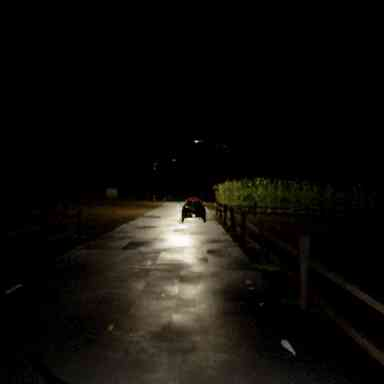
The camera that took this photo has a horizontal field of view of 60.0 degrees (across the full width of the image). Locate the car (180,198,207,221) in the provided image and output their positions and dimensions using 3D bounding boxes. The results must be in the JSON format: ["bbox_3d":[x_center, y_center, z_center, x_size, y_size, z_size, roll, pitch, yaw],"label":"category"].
[{"bbox_3d":[0.125,1.441,26.218,1.837,1.490,4.892,0,0,0],"label":"car"}]
